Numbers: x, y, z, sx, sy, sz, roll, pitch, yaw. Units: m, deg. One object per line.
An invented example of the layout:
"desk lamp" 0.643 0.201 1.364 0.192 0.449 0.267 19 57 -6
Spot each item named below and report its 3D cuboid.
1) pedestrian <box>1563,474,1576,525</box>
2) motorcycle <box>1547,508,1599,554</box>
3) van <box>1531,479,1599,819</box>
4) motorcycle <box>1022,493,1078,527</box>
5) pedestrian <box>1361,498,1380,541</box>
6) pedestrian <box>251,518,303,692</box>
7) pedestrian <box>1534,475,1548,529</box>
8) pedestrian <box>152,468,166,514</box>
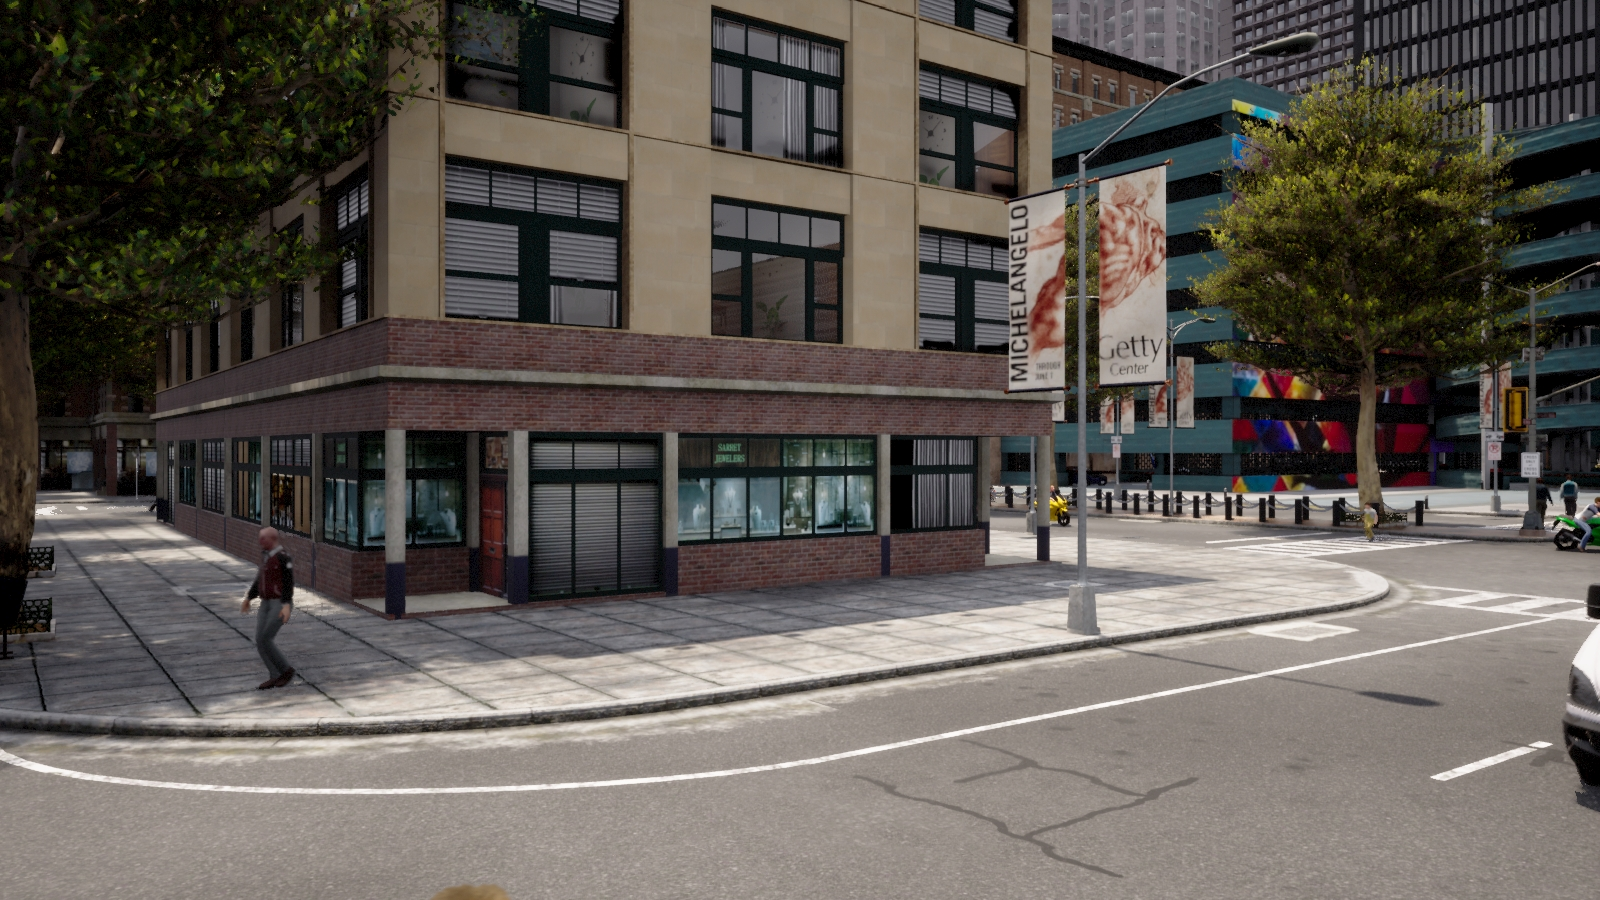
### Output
"pedestrian" 28.668 1.830 42.559 0.375 1.860 0.375 0 0 42
"motorcycle" 21.575 2.199 31.004 0.803 1.145 2.033 0 0 -40
"van" 8.810 1.529 9.968 5.915 2.561 1.988 0 0 -35
"motorcycle" 9.194 2.200 42.117 0.803 1.145 2.033 0 0 -33
"pedestrian" 17.407 2.115 34.841 0.375 1.300 0.375 0 0 -26
"pedestrian" -5.783 1.695 12.635 0.375 1.860 0.375 0 0 34
"pedestrian" 26.135 1.831 40.311 0.375 1.860 0.375 0 0 41
"pedestrian" -26.498 1.694 47.254 0.375 1.860 0.375 0 0 -2
